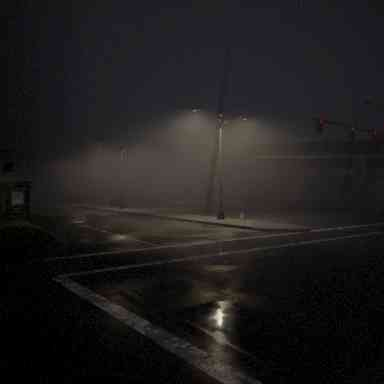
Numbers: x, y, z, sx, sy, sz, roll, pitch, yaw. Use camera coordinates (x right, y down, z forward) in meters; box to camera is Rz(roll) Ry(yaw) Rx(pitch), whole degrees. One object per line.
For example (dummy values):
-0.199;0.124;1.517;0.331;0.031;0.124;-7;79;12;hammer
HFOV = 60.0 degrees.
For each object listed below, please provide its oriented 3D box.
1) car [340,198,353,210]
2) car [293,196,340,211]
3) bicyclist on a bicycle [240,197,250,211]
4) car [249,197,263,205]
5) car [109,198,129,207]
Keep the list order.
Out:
18.095;1.455;42.034;1.970;1.475;3.806;0;0;-35;car
13.834;1.295;38.106;2.242;1.667;4.611;0;0;-35;car
6.255;1.430;39.740;1.656;1.620;0.582;-6;-7;-37;bicyclist on a bicycle
11.983;1.564;61.128;1.994;1.385;4.181;0;0;29;car
-11.165;1.564;50.694;1.994;1.385;4.181;0;0;-35;car
